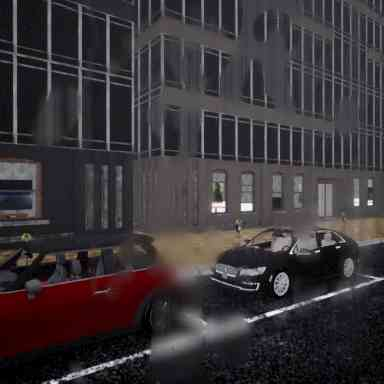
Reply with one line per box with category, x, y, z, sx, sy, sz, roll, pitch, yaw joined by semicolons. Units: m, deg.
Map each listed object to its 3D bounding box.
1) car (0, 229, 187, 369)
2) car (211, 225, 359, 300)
car;-2.166;1.440;5.016;4.097;1.590;1.967;0;0;-36
car;2.467;1.550;8.321;4.403;1.369;2.008;0;0;-36
